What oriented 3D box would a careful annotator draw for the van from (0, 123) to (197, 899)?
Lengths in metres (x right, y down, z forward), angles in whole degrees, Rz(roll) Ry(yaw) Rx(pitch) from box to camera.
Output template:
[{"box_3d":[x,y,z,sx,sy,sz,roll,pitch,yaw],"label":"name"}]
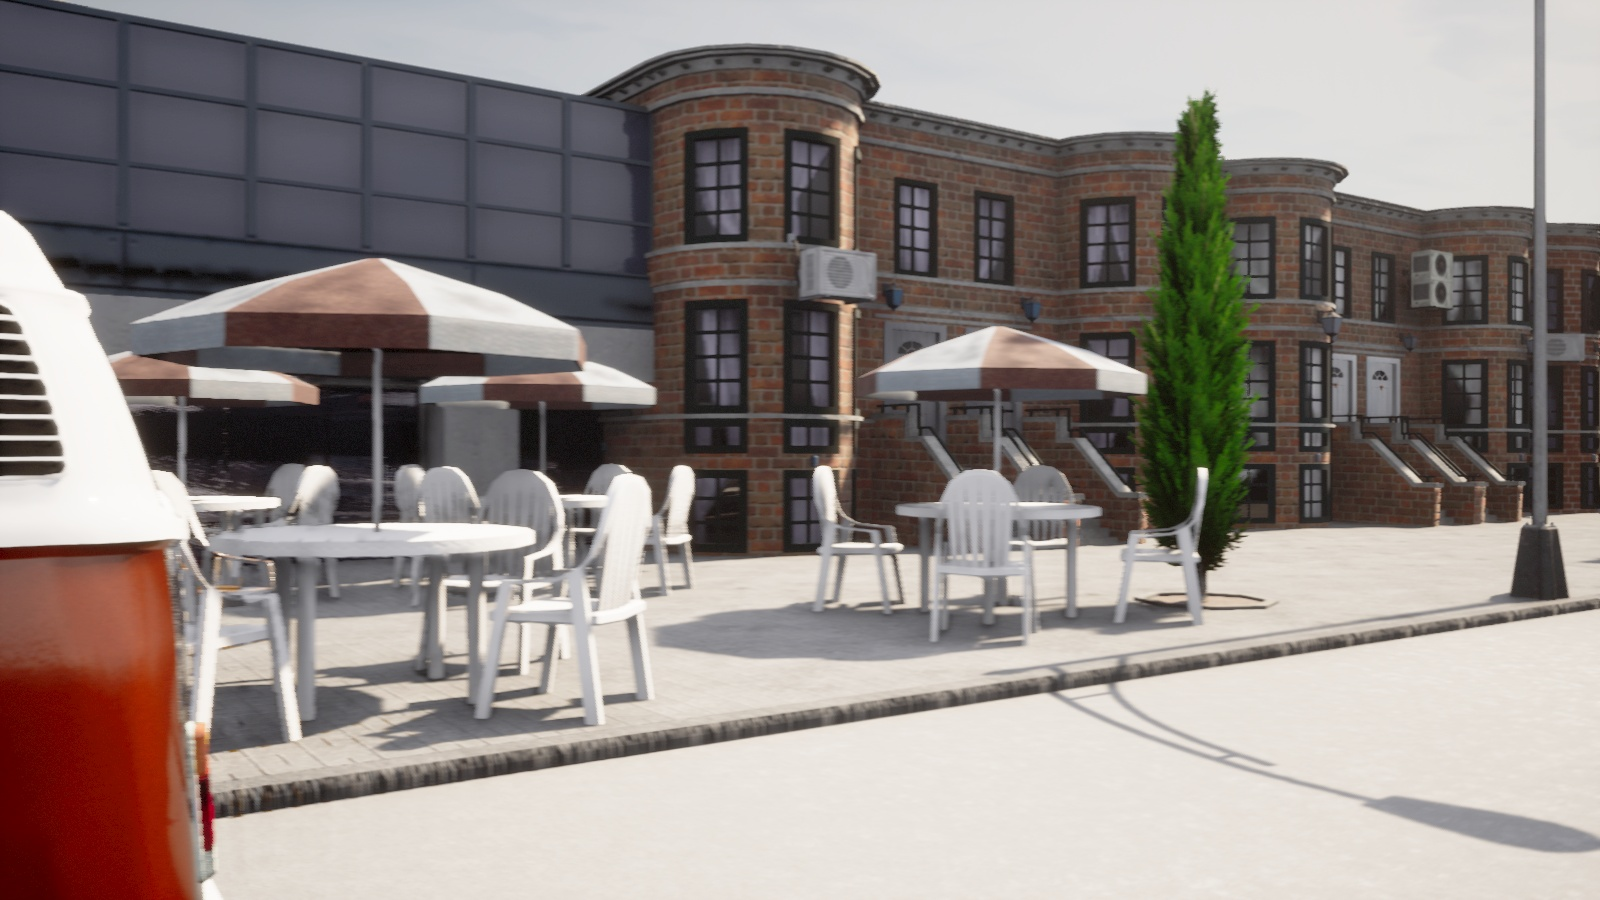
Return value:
[{"box_3d":[-3.513,0.480,1.823,4.480,2.038,2.069,0,0,-35],"label":"van"}]
